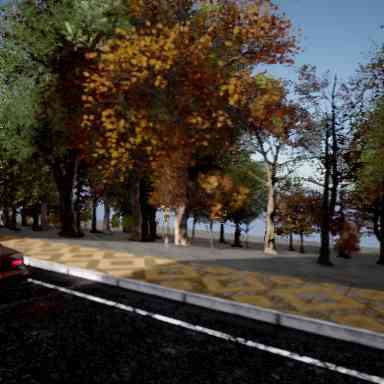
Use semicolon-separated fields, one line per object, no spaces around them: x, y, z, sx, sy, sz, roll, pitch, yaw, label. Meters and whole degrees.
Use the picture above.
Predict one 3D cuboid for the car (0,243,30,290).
-6.052;1.556;7.995;5.357;1.411;2.033;0;0;35;car
